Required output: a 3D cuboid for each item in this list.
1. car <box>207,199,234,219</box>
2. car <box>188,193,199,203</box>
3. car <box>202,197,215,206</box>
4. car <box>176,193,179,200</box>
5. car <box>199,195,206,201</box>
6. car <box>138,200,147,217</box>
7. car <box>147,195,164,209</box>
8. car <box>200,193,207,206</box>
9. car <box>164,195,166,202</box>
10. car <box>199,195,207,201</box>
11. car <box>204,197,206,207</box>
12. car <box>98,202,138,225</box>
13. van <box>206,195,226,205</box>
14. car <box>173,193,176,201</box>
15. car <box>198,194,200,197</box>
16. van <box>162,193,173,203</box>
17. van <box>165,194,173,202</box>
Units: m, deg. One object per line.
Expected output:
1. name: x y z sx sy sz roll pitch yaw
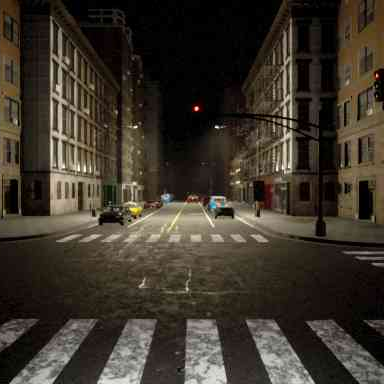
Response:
1. car: 2.680 1.548 28.953 2.008 1.369 4.403 0 0 0
2. car: 0.192 1.347 67.595 2.097 1.767 4.553 0 0 0
3. car: 2.725 1.562 55.984 1.947 1.339 4.313 0 0 0
4. car: -5.325 1.545 88.432 2.008 1.369 4.403 0 0 0
5. car: 2.779 1.560 88.422 1.947 1.339 4.313 0 0 0
6. car: -5.355 1.523 28.794 1.752 1.417 4.829 0 0 0
7. car: -5.347 1.436 45.182 1.967 1.590 4.097 0 0 0
8. car: 2.716 1.311 50.578 2.192 1.841 5.009 0 0 0
9. car: -5.344 1.521 50.418 1.752 1.417 4.829 0 0 0
10. car: 2.770 1.539 83.016 1.887 1.381 4.507 0 0 0
11. car: 2.698 1.578 39.766 1.802 1.307 4.206 0 0 0
12. car: -5.357 1.549 23.557 2.008 1.369 4.403 0 0 0
13. van: 2.689 1.338 34.359 1.690 1.788 3.998 0 0 0
14. car: -5.333 1.310 72.213 2.192 1.841 5.009 0 0 0
15. car: 2.743 1.521 66.966 1.752 1.417 4.829 0 0 0
16. van: -5.336 1.337 66.807 1.690 1.788 3.998 0 0 0
17. van: -5.331 1.336 77.620 1.690 1.788 3.998 0 0 0
